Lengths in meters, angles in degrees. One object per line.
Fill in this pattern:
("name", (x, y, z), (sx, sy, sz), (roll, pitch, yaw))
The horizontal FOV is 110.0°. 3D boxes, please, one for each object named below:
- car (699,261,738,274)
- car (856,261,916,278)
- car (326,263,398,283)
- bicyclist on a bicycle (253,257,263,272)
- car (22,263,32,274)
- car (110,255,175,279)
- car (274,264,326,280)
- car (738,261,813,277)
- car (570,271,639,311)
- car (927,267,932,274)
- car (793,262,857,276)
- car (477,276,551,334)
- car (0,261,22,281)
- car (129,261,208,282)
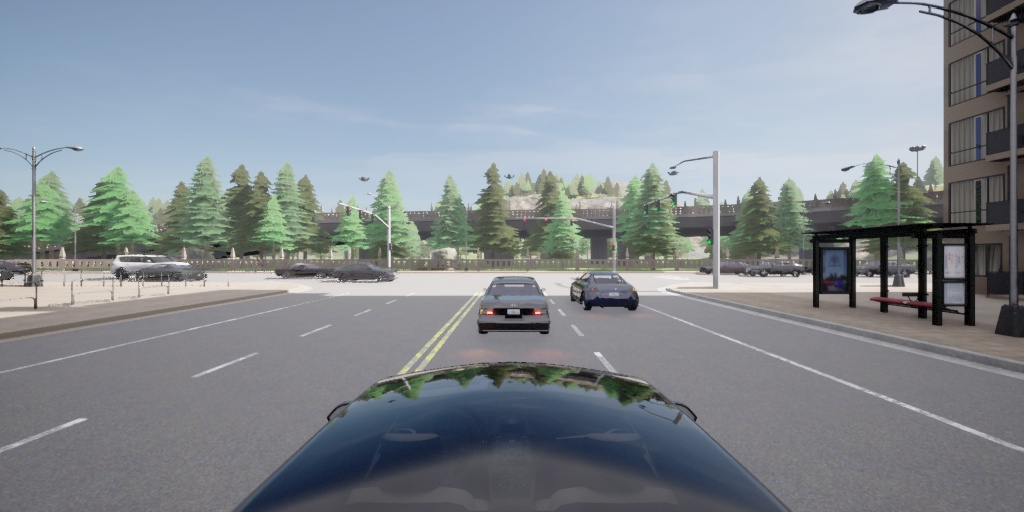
("car", (22.412, 1.242, 37.131), (5.357, 1.411, 2.033), (0, 0, 1))
("car", (33.866, 1.186, 33.006), (4.902, 1.511, 2.128), (0, 0, 6))
("car", (-10.968, 1.235, 26.909), (4.674, 1.442, 1.812), (1, 0, 1))
("bicyclist on a bicycle", (-29.460, 0.995, 41.648), (0.582, 1.620, 1.656), (0, 0, 1))
("car", (-51.757, 1.182, 35.819), (4.902, 1.511, 2.128), (-1, 0, -17))
("car", (-30.741, 0.917, 30.643), (5.566, 2.045, 2.150), (0, 0, 0))
("car", (-17.313, 1.295, 30.497), (4.718, 1.301, 1.895), (0, 0, 1))
("car", (24.528, 1.186, 33.550), (4.902, 1.511, 2.128), (0, 0, 2))
("car", (3.580, 1.314, 14.556), (1.994, 1.385, 4.181), (0, 0, 0))
("car", (43.333, 1.220, 34.437), (4.674, 1.442, 1.812), (0, 0, 20))
("car", (31.991, 1.295, 36.729), (4.718, 1.301, 1.895), (0, 0, 4))
("car", (0.060, 1.297, 10.545), (2.033, 1.411, 5.357), (0, 0, 1))
("car", (-40.635, 1.259, 26.938), (4.181, 1.385, 1.994), (0, 0, -5))
("car", (-25.608, 1.258, 27.084), (4.181, 1.385, 1.994), (0, 0, 1))
